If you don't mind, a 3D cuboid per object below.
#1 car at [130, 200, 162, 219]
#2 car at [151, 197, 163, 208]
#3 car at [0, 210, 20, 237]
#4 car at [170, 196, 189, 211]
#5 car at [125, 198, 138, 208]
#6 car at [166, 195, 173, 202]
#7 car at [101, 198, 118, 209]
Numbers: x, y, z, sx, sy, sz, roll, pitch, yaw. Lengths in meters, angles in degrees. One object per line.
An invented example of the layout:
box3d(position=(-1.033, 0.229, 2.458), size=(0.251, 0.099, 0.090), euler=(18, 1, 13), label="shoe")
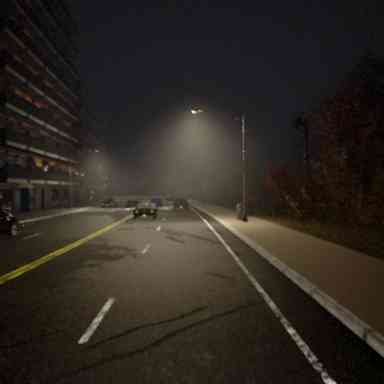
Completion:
box3d(position=(-3.979, 1.626, 29.340), size=(1.895, 1.301, 4.718), euler=(-1, 0, -3), label="car")
box3d(position=(-5.190, 1.496, 48.220), size=(1.882, 1.535, 5.008), euler=(-1, 0, -4), label="car")
box3d(position=(-10.105, 1.607, 15.923), size=(1.837, 1.490, 4.892), euler=(-1, -1, -1), label="car")
box3d(position=(-1.417, 1.491, 41.179), size=(1.837, 1.490, 4.892), euler=(-1, 1, -4), label="car")
box3d(position=(-8.676, 1.620, 49.077), size=(1.994, 1.385, 4.181), euler=(-1, 0, -4), label="car")
box3d(position=(-5.057, 1.500, 76.747), size=(2.128, 1.511, 4.902), euler=(-1, 0, -8), label="car")
box3d(position=(-11.861, 1.598, 48.087), size=(1.837, 1.490, 4.892), euler=(-1, 0, -4), label="car")
